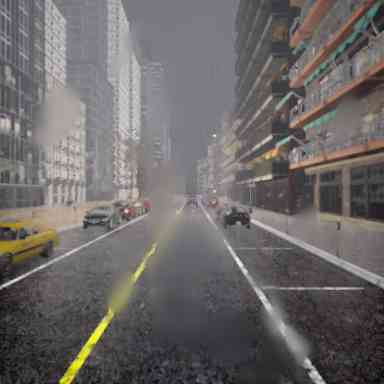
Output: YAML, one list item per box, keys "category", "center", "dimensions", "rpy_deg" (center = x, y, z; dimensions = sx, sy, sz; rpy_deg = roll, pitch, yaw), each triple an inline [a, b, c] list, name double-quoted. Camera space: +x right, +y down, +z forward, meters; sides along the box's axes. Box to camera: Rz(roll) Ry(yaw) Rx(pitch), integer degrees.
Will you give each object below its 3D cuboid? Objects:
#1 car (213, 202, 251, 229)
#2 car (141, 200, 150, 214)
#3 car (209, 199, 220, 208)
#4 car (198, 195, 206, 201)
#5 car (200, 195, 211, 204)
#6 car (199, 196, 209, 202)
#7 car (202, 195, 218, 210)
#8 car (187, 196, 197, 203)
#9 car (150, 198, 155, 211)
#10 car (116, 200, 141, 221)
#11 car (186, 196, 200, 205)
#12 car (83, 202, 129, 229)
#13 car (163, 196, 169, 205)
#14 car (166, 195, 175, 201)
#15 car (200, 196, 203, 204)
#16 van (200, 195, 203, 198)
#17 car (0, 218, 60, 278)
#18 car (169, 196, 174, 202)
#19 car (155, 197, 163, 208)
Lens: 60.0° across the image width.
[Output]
- category: "car"
  center: [2.696, 1.551, 21.460]
  dimensions: [2.008, 1.369, 4.403]
  rpy_deg: [0, 0, 0]
- category: "car"
  center: [-5.683, 1.555, 32.527]
  dimensions: [2.008, 1.369, 4.403]
  rpy_deg: [0, 0, 0]
- category: "car"
  center: [2.697, 1.553, 26.993]
  dimensions: [2.008, 1.369, 4.403]
  rpy_deg: [0, 0, 0]
- category: "car"
  center: [2.711, 1.606, 87.852]
  dimensions: [2.008, 1.369, 4.403]
  rpy_deg: [0, 0, 0]
- category: "car"
  center: [2.705, 1.469, 65.721]
  dimensions: [1.967, 1.590, 4.097]
  rpy_deg: [0, 0, 0]
- category: "car"
  center: [2.708, 1.591, 76.786]
  dimensions: [2.008, 1.369, 4.403]
  rpy_deg: [0, 0, 0]
- category: "car"
  center: [2.700, 1.449, 43.590]
  dimensions: [1.967, 1.590, 4.097]
  rpy_deg: [0, 0, 0]
- category: "car"
  center: [0.016, 1.492, 67.212]
  dimensions: [1.837, 1.490, 4.892]
  rpy_deg: [0, 0, 0]
- category: "car"
  center: [-5.681, 1.551, 38.060]
  dimensions: [1.887, 1.381, 4.507]
  rpy_deg: [0, 0, 0]
- category: "car"
  center: [-5.684, 1.442, 26.996]
  dimensions: [1.967, 1.590, 4.097]
  rpy_deg: [0, 0, 0]
- category: "car"
  center: [0.013, 1.621, 57.179]
  dimensions: [1.895, 1.301, 4.718]
  rpy_deg: [0, 0, 0]
- category: "car"
  center: [-5.685, 1.552, 21.463]
  dimensions: [2.008, 1.369, 4.403]
  rpy_deg: [0, 0, 0]
- category: "car"
  center: [-5.676, 1.605, 60.191]
  dimensions: [1.802, 1.307, 4.206]
  rpy_deg: [0, 0, 0]
- category: "car"
  center: [-5.670, 1.601, 87.854]
  dimensions: [1.887, 1.381, 4.507]
  rpy_deg: [0, 0, 0]
- category: "car"
  center: [2.703, 1.600, 54.656]
  dimensions: [1.802, 1.307, 4.206]
  rpy_deg: [0, 0, 0]
- category: "van"
  center: [2.704, 1.364, 60.188]
  dimensions: [1.690, 1.788, 3.998]
  rpy_deg: [0, 0, 0]
- category: "car"
  center: [-5.688, 1.525, 10.227]
  dimensions: [1.752, 1.417, 4.829]
  rpy_deg: [0, 0, 0]
- category: "car"
  center: [-5.672, 1.566, 76.619]
  dimensions: [1.752, 1.417, 4.829]
  rpy_deg: [0, 0, 0]
- category: "car"
  center: [-5.679, 1.538, 48.955]
  dimensions: [1.752, 1.417, 4.829]
  rpy_deg: [0, 0, 0]
